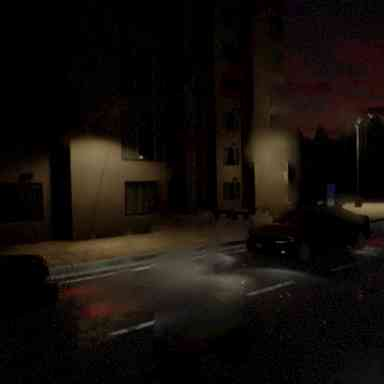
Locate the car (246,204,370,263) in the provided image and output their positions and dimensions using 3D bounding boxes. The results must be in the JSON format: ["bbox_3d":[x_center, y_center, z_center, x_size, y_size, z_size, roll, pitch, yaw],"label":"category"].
[{"bbox_3d":[3.985,1.216,11.131,5.008,1.535,1.882,-2,1,-35],"label":"car"}]

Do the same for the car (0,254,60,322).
[{"bbox_3d":[-4.853,1.592,4.820,5.357,1.411,2.033,-2,1,-36],"label":"car"}]
